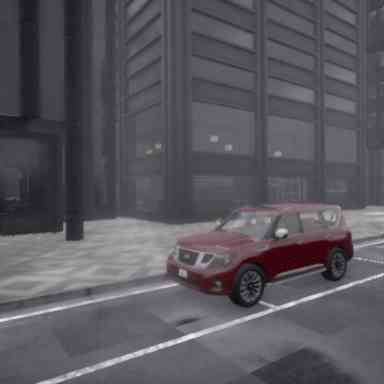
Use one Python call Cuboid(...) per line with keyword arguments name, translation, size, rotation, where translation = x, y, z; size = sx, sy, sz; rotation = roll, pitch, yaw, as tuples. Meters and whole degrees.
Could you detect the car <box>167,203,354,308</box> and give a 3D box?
Cuboid(name="car", translation=(1.872, 1.242, 7.979), size=(5.009, 1.841, 2.192), rotation=(-1, 1, -35))
